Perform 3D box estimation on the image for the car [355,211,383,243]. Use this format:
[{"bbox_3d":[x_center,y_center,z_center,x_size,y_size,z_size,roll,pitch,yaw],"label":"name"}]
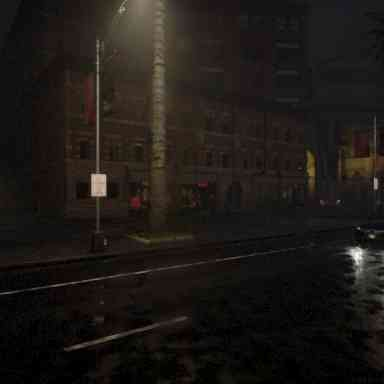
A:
[{"bbox_3d":[9.195,1.525,14.821,4.674,1.442,1.812,0,0,-35],"label":"car"}]
